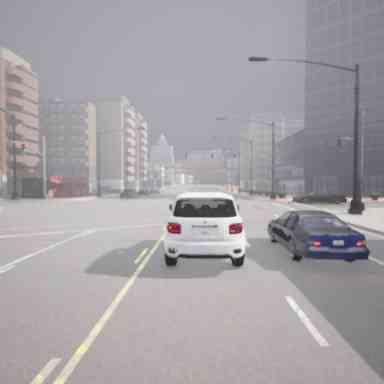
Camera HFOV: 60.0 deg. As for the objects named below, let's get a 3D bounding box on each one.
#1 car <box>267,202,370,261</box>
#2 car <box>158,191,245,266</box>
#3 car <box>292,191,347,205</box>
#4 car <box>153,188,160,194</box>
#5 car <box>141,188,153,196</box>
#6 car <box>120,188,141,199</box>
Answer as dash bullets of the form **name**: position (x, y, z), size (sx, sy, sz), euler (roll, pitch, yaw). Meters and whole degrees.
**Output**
- **car**: position (3.912, 1.314, 11.260), size (2.033, 1.411, 5.357), euler (0, 2, 2)
- **car**: position (0.387, 0.992, 10.784), size (2.150, 2.045, 5.566), euler (0, 2, 2)
- **car**: position (13.522, 0.627, 35.421), size (5.357, 1.411, 2.033), euler (0, 2, 2)
- **car**: position (-8.487, -0.284, 75.928), size (1.882, 1.535, 5.008), euler (0, 1, 2)
- **car**: position (-8.924, 0.047, 61.239), size (1.994, 1.385, 4.181), euler (0, 1, 1)
- **car**: position (-9.273, 0.222, 48.840), size (1.837, 1.490, 4.892), euler (0, 2, 2)
